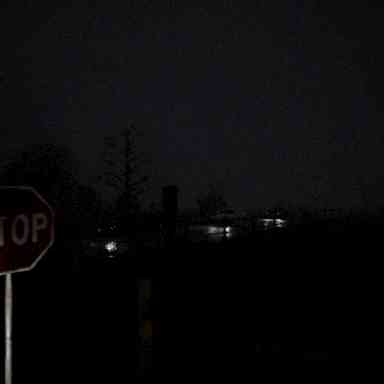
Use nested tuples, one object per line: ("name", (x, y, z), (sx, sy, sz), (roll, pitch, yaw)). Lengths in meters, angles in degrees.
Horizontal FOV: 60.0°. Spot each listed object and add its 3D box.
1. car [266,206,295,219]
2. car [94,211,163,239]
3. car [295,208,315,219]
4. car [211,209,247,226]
("car", (10.784, 2.540, 41.298), (1.837, 1.490, 4.892), (0, -1, 36))
("car", (-3.857, 2.006, 20.852), (1.837, 1.490, 4.892), (0, -1, 36))
("car", (13.819, 2.625, 40.519), (1.994, 1.385, 4.181), (0, -1, 36))
("car", (3.600, 2.301, 31.287), (1.812, 1.442, 4.674), (0, -1, 36))
